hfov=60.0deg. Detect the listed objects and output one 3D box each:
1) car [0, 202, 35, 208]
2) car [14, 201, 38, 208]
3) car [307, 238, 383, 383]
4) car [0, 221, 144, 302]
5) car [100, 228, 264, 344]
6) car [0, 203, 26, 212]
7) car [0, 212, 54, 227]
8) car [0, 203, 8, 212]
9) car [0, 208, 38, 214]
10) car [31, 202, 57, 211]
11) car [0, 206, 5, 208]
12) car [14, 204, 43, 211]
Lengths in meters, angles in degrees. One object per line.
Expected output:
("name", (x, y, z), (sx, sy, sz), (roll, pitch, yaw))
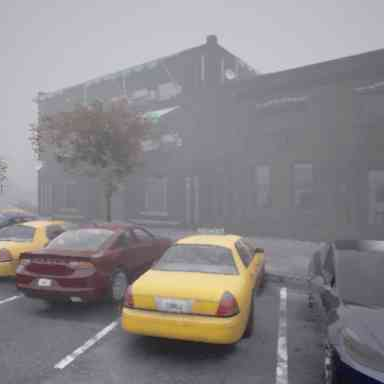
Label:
("car", (-24.446, 2.499, 44.678), (5.366, 1.575, 1.946), (1, -2, 15))
("car", (-22.857, 2.354, 47.204), (5.566, 2.045, 2.435), (1, -2, 15))
("car", (2.820, 1.518, 4.899), (2.163, 1.488, 4.792), (0, -1, 16))
("car", (-1.989, 1.515, 8.369), (2.097, 1.535, 5.008), (0, -1, 15))
("car", (0.455, 1.502, 6.829), (1.946, 1.575, 5.366), (0, -1, 16))
("car", (-34.359, 2.900, 62.771), (5.366, 1.575, 1.946), (0, -2, 15))
("car", (-4.357, 1.528, 10.273), (1.946, 1.575, 5.366), (0, -1, 16))
("car", (-36.111, 2.800, 59.942), (4.892, 1.521, 2.231), (0, -2, 15))
("car", (-6.813, 1.542, 11.817), (2.097, 1.535, 5.008), (0, -1, 16))
("car", (-30.333, 2.983, 68.310), (4.553, 1.767, 2.185), (0, -2, 15))
("car", (-11.621, 1.569, 15.263), (2.231, 1.521, 4.892), (0, -1, 16))
("car", (-32.213, 3.035, 65.509), (4.792, 1.488, 2.163), (0, -2, 15))
